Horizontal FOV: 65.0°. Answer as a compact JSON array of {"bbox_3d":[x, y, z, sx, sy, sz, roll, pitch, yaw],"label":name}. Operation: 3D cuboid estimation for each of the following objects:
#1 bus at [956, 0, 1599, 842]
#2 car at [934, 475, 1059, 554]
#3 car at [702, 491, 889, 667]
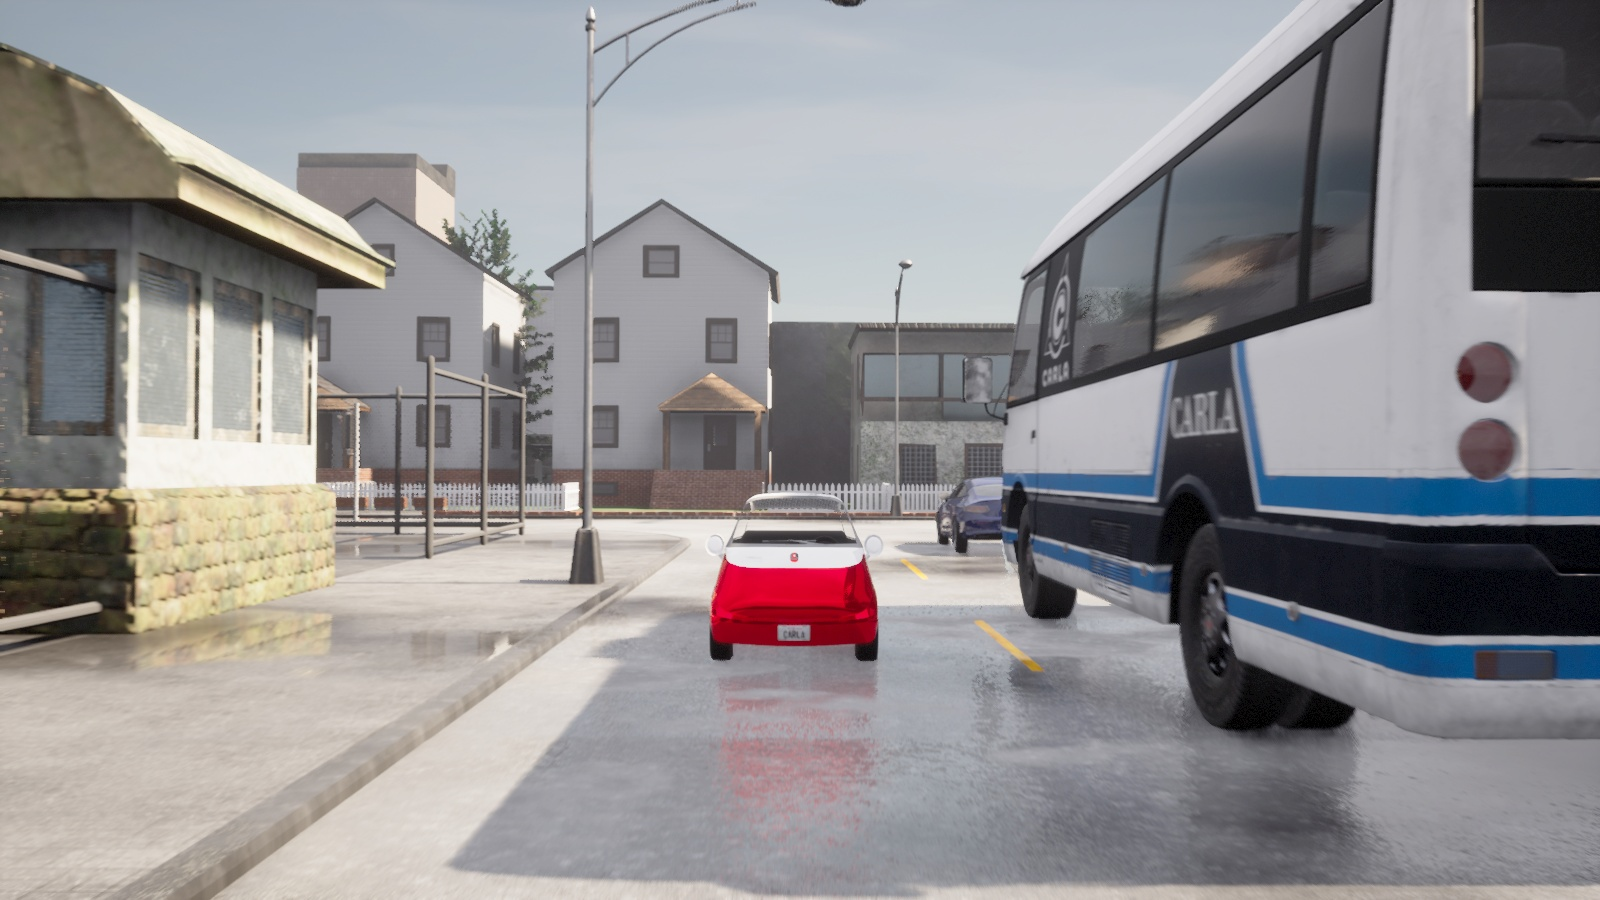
[{"bbox_3d":[3.949,-0.403,10.449,3.944,4.253,10.273,0,-1,0],"label":"bus"},{"bbox_3d":[3.899,1.254,25.669,1.812,1.442,4.674,0,-1,0],"label":"car"},{"bbox_3d":[-0.039,1.053,11.046,1.481,1.376,2.207,0,-2,0],"label":"car"}]
